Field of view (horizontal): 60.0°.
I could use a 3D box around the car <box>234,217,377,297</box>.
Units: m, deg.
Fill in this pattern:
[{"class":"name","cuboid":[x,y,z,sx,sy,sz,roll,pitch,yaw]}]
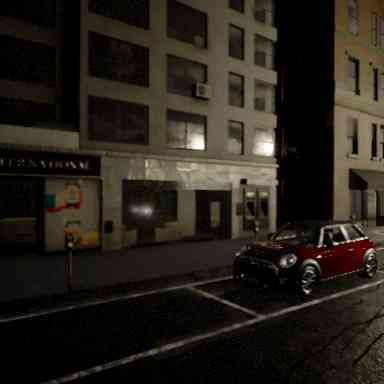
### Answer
[{"class":"car","cuboid":[3.003,1.492,8.677,4.097,1.590,1.967,0,0,-36]}]
